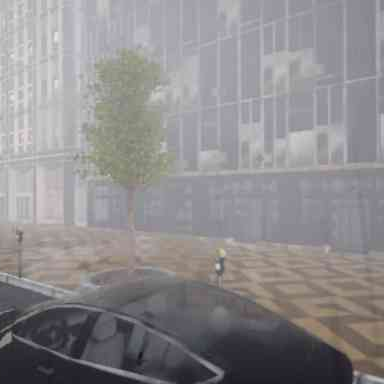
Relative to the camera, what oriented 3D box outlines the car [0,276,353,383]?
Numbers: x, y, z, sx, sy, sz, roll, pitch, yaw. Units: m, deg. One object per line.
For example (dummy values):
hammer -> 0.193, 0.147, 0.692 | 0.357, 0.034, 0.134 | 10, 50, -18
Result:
car -> -0.688, 1.576, 3.368 | 4.313, 1.339, 1.947 | 0, 0, 36
